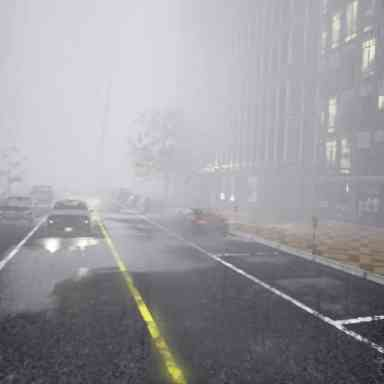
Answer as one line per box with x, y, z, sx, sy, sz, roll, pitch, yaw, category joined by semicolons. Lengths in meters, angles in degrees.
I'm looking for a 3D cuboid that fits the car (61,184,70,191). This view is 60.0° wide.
-29.495;-1.092;77.508;1.887;1.381;4.507;2;1;-19;car

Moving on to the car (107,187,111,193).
-10.608;0.122;47.859;1.967;1.590;4.097;2;1;-19;car

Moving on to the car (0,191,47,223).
-9.421;0.860;18.225;2.008;1.369;4.403;2;1;-19;car

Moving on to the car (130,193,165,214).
-3.313;0.933;26.305;2.008;1.369;4.403;2;1;-19;car

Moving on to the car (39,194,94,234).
-5.806;1.034;15.934;2.033;1.411;5.357;2;1;-19;car

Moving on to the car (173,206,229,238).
0.336;1.304;15.527;1.802;1.307;4.206;2;1;-19;car

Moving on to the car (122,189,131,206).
-5.138;0.760;31.694;2.008;1.369;4.403;2;1;-19;car

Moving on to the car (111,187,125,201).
-8.783;0.298;42.470;1.967;1.590;4.097;2;1;-19;car

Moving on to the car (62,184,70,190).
-31.322;-1.237;82.898;1.802;1.307;4.206;2;1;-19;car

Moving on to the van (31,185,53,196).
-13.063;0.306;29.000;1.690;1.788;3.998;2;1;-19;van

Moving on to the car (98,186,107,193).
-17.912;-0.485;69.418;1.887;1.381;4.507;2;1;-19;car
